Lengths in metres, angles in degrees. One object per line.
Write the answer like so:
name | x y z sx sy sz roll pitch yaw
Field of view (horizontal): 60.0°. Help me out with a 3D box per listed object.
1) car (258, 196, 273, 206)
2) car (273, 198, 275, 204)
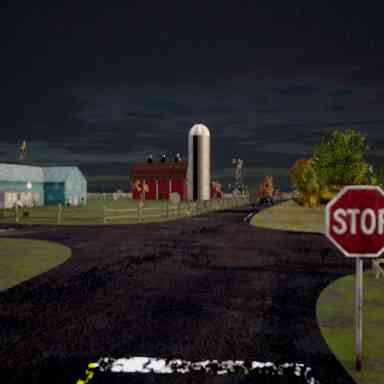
car | 13.641 1.887 62.775 1.837 1.490 4.892 0 0 19
car | 16.976 1.661 72.620 2.097 1.767 4.553 0 0 19
